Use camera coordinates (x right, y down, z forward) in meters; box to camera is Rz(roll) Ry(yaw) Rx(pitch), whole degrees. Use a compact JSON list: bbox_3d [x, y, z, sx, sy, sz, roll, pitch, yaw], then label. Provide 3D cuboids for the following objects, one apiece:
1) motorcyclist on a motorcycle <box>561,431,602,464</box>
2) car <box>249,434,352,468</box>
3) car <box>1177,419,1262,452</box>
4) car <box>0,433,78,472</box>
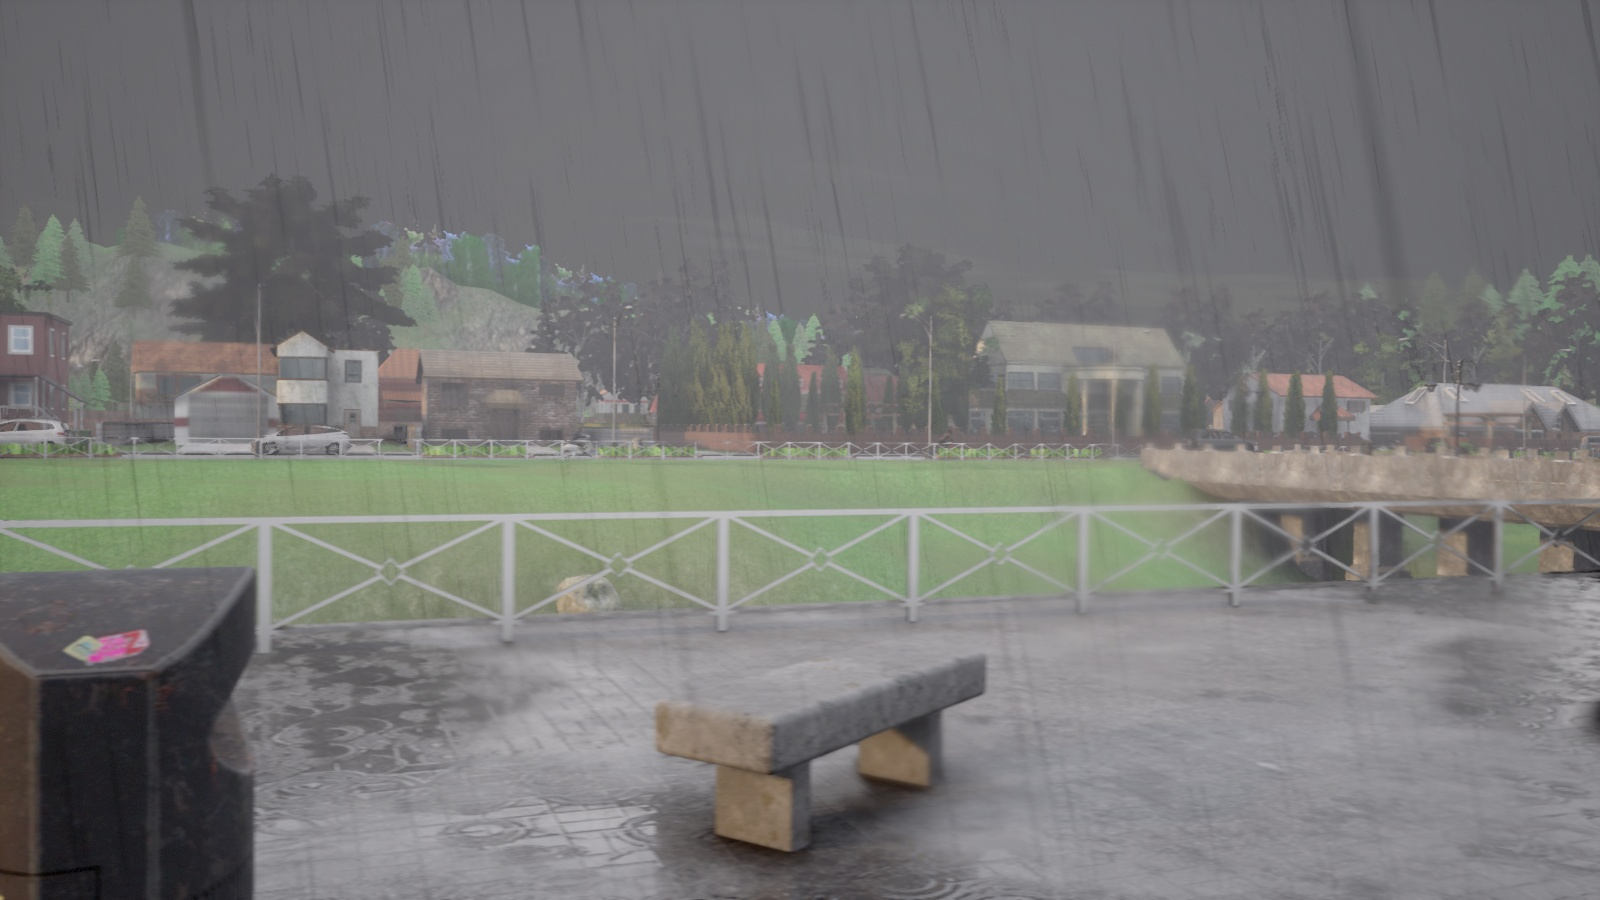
[{"bbox_3d":[-10.691,-0.132,61.423,1.817,1.590,0.866,-1,1,-21],"label":"motorcyclist on a motorcycle"},{"bbox_3d":[-24.074,0.019,60.624,4.514,1.525,2.007,-1,1,-21],"label":"car"},{"bbox_3d":[25.064,-0.876,74.987,4.605,1.855,1.932,-1,1,-21],"label":"car"},{"bbox_3d":[-35.278,0.106,56.372,4.611,1.667,2.242,-1,1,-21],"label":"car"}]
